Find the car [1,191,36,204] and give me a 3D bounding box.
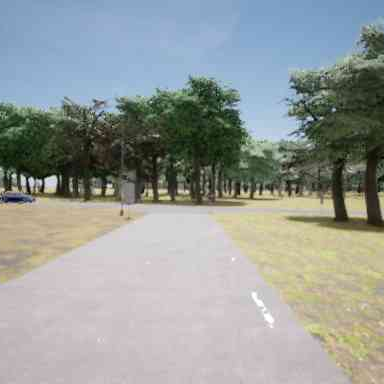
[{"bbox_3d":[-25.419,0.753,48.892,4.553,1.767,2.097,2,0,-1],"label":"car"}]
